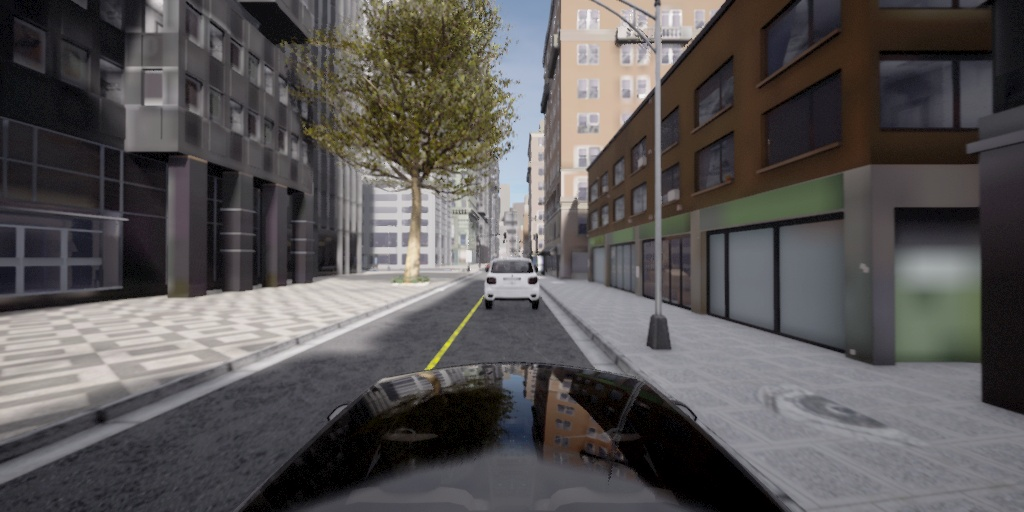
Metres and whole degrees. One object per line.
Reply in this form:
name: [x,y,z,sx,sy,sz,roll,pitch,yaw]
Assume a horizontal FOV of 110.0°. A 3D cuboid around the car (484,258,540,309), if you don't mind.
car: [0.003,1.096,15.856,2.150,2.045,5.566,0,0,0]
